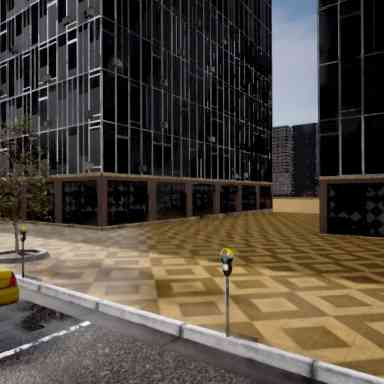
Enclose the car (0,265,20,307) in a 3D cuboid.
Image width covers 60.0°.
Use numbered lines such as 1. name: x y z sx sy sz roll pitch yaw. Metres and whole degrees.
1. car: -5.333 1.528 6.663 4.829 1.417 1.752 0 0 35
